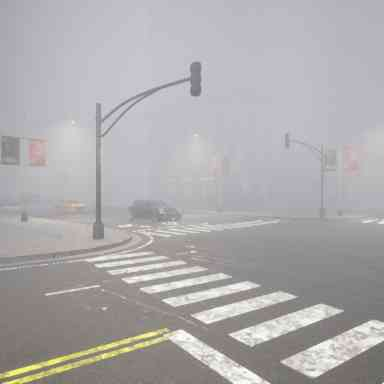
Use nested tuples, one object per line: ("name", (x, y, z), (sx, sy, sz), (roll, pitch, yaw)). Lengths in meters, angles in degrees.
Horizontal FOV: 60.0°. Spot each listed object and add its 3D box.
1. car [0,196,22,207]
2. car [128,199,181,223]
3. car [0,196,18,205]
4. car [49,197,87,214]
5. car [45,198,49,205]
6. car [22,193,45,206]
("car", (-27.754, 1.537, 50.227), (1.994, 1.385, 4.181), (0, 0, -45))
("car", (-2.878, 1.342, 25.163), (2.097, 1.767, 4.553), (0, 0, -45))
("car", (-33.703, 1.531, 60.944), (1.994, 1.385, 4.181), (0, 0, -45))
("car", (-12.951, 1.462, 35.261), (1.882, 1.535, 5.008), (0, 0, -45))
("car", (-23.096, 1.545, 54.929), (4.181, 1.385, 1.994), (0, 0, 44))
("car", (-26.122, 1.198, 53.350), (5.566, 2.045, 2.150), (0, 0, 45))
